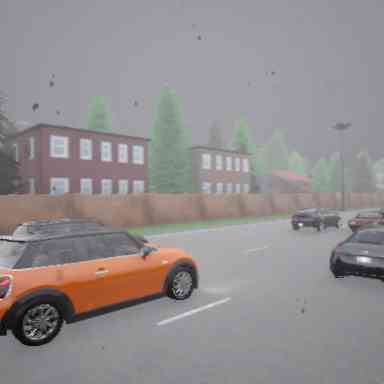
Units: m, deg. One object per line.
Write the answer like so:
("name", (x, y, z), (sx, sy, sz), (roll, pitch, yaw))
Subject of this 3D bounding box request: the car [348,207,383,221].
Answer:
("car", (11.293, 1.795, 20.304), (1.895, 1.301, 4.718), (-2, -1, 45))

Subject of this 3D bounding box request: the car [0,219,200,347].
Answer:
("car", (-1.929, 1.519, 6.988), (2.097, 1.767, 4.553), (-2, -1, 45))

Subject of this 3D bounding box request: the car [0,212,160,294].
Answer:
("car", (-3.438, 1.607, 10.434), (2.097, 1.767, 4.553), (-2, -1, 45))

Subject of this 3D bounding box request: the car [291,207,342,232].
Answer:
("car", (8.469, 1.784, 22.428), (1.837, 1.490, 4.892), (-2, -1, 45))

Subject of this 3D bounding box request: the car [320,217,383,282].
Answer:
("car", (5.682, 1.656, 9.684), (1.994, 1.385, 4.181), (-2, -1, 45))
